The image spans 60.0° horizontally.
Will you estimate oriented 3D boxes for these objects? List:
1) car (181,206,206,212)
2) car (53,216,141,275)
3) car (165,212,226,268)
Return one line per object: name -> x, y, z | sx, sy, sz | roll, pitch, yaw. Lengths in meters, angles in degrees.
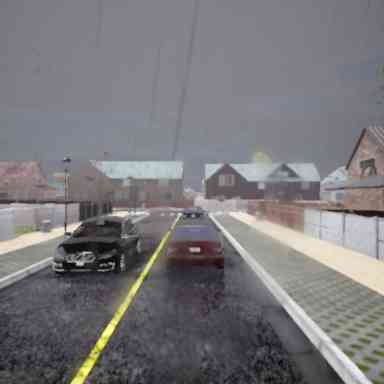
car -> 0.094, 1.785, 26.285 | 2.033, 1.411, 5.357 | 0, -1, 0
car -> -2.849, 1.604, 10.900 | 1.837, 1.490, 4.892 | 0, -1, 0
car -> 0.093, 1.654, 11.634 | 2.033, 1.411, 5.357 | 0, 0, 0
